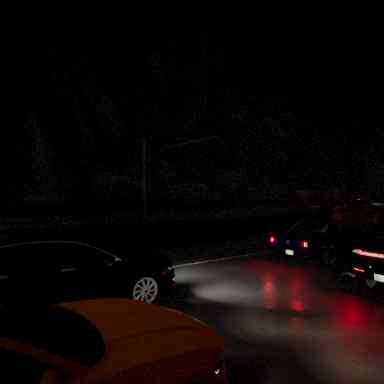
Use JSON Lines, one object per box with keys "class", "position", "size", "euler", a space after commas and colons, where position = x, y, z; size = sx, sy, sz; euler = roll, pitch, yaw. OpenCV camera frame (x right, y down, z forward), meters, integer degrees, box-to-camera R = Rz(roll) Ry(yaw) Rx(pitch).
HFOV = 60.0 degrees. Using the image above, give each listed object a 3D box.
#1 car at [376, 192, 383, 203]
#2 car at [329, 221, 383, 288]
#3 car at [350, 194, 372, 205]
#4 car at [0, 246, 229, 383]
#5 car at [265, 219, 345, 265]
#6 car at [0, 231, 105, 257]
{"class": "car", "position": [35.948, 0.948, 60.880], "size": [5.566, 2.045, 2.150], "euler": [0, 0, -36]}
{"class": "car", "position": [5.699, 1.482, 7.961], "size": [4.902, 1.511, 2.128], "euler": [0, 0, -36]}
{"class": "car", "position": [27.601, 1.132, 54.794], "size": [4.553, 1.767, 2.097], "euler": [0, 0, -36]}
{"class": "car", "position": [-1.948, 1.477, 2.335], "size": [5.008, 1.535, 1.882], "euler": [0, 0, -36]}
{"class": "car", "position": [4.839, 1.590, 11.666], "size": [4.718, 1.301, 1.895], "euler": [0, 0, -36]}
{"class": "car", "position": [-2.599, 1.504, 6.191], "size": [4.892, 1.490, 1.837], "euler": [0, 0, -36]}
